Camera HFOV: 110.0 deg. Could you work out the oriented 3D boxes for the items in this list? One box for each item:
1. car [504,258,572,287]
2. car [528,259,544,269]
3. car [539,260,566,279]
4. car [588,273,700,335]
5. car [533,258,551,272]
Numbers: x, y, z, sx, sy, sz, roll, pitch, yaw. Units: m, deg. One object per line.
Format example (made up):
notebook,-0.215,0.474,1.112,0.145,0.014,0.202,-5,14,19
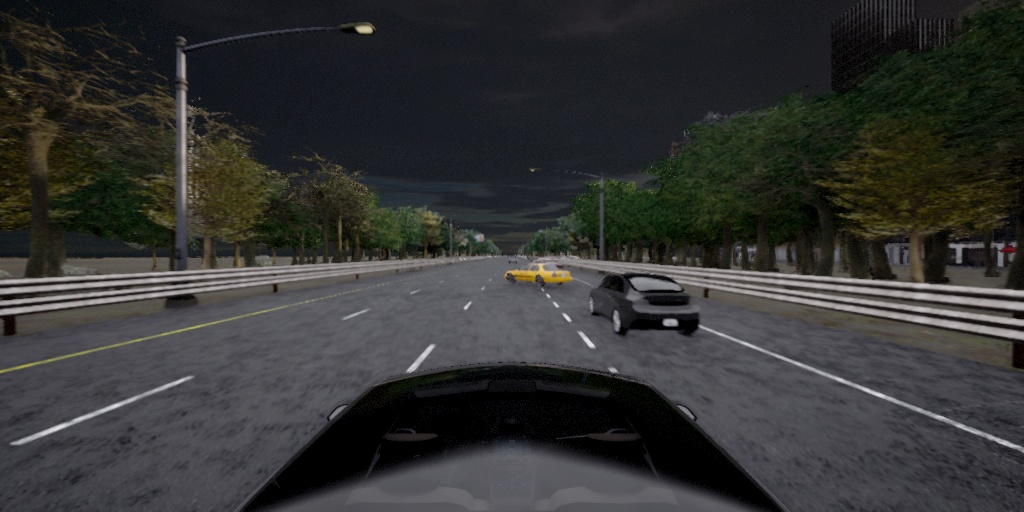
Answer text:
car,1.551,1.130,23.939,1.801,1.575,5.366,0,0,-38
car,3.604,1.115,54.323,2.033,1.411,5.357,0,0,0
car,3.544,1.123,32.323,1.882,1.535,5.008,0,0,0
car,3.503,1.225,10.347,1.837,1.490,4.892,0,0,0
car,3.575,1.063,43.513,1.801,1.575,5.366,0,0,0
